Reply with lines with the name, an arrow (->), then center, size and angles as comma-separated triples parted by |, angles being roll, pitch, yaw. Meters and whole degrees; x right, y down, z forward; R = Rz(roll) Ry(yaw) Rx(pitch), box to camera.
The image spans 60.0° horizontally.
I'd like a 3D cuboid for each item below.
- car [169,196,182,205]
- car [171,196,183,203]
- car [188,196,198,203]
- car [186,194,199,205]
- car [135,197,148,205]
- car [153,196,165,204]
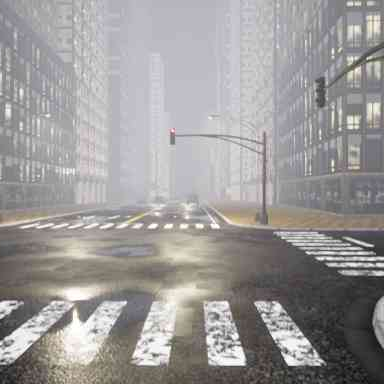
car -> -3.130, 1.722, 60.206 | 1.895, 1.301, 4.718 | 0, 0, 0
car -> -3.110, 1.519, 70.178 | 2.128, 1.511, 4.902 | 0, 0, 0
car -> 0.141, 1.565, 70.588 | 1.994, 1.385, 4.181 | 0, 0, 0
car -> 0.120, 1.343, 60.201 | 2.150, 2.045, 5.566 | 0, 0, 0
car -> -9.622, 1.686, 64.357 | 2.033, 1.411, 5.357 | 0, 0, 0
car -> -6.372, 1.490, 64.382 | 2.097, 1.767, 4.553 | 0, 0, 0
